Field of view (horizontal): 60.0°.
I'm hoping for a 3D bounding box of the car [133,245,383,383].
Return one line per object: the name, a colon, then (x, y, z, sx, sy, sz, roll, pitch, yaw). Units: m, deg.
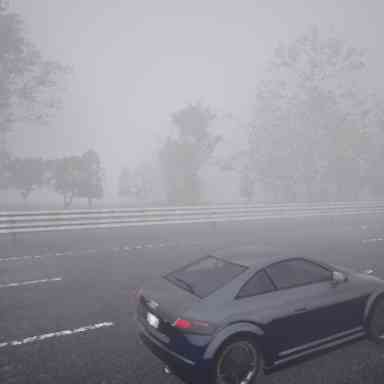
car: (1.250, 1.545, 5.109, 4.181, 1.385, 1.994, 0, 0, -30)
